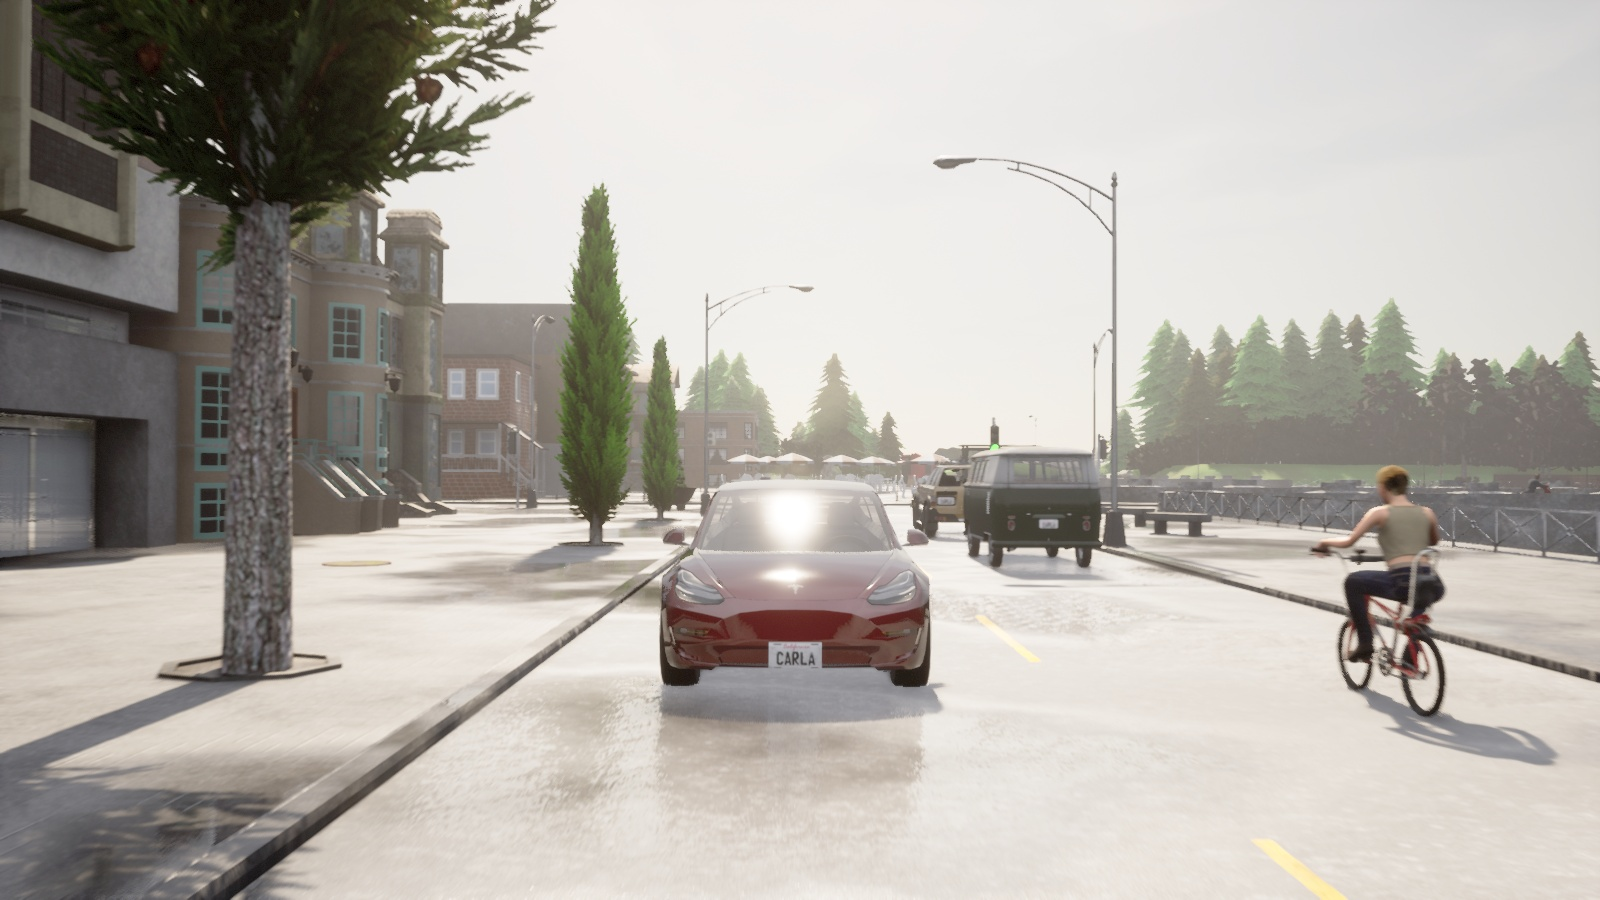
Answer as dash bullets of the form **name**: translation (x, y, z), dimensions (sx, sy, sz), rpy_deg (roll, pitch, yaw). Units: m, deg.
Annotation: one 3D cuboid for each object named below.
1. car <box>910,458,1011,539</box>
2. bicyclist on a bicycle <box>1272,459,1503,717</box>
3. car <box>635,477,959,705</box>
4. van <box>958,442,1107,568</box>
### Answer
- **car**: translation (3.920, 1.144, 31.407), dimensions (1.932, 1.855, 4.605), rpy_deg (0, 0, 0)
- **bicyclist on a bicycle**: translation (3.981, 0.880, 8.660), dimensions (0.866, 1.612, 1.509), rpy_deg (0, -1, 0)
- **car**: translation (-0.028, 0.996, 10.805), dimensions (2.163, 1.488, 4.792), rpy_deg (0, -1, 0)
- **van**: translation (3.940, 0.917, 22.002), dimensions (1.775, 1.987, 4.442), rpy_deg (0, -1, 0)
